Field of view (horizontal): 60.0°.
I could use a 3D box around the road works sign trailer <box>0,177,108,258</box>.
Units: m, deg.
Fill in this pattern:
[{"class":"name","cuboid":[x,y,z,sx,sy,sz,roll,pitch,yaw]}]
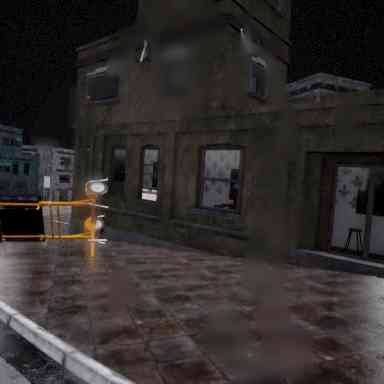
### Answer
[{"class":"road works sign trailer","cuboid":[-4.861,1.155,11.776,3.560,2.380,2.880,2,43,-17]}]
